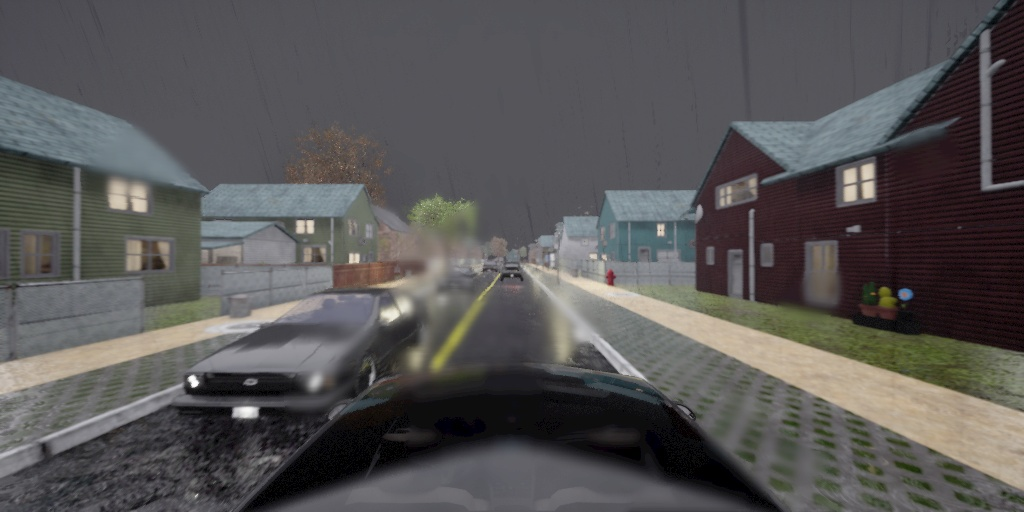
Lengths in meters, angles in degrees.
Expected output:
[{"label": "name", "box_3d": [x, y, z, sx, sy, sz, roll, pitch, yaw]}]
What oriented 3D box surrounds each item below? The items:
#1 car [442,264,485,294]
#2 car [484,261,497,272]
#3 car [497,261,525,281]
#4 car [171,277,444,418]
[{"label": "car", "box_3d": [-2.835, 1.302, 19.875, 1.994, 1.385, 4.181, 0, 0, 1]}, {"label": "car", "box_3d": [-2.750, 1.351, 46.028, 2.033, 1.411, 5.357, 0, 0, 0]}, {"label": "car", "box_3d": [0.005, 1.257, 30.013, 1.837, 1.490, 4.892, 0, 0, 0]}, {"label": "car", "box_3d": [-2.848, 1.290, 6.516, 2.033, 1.411, 5.357, 0, 0, 0]}]
